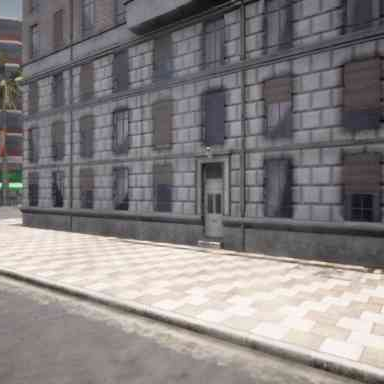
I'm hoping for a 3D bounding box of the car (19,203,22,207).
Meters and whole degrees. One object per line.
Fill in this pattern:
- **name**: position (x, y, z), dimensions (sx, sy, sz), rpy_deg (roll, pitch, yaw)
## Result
- **car**: position (-19.816, 1.506, 43.292), dimensions (1.837, 1.490, 4.892), rpy_deg (0, 0, 36)
